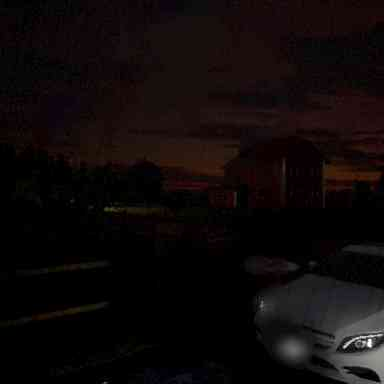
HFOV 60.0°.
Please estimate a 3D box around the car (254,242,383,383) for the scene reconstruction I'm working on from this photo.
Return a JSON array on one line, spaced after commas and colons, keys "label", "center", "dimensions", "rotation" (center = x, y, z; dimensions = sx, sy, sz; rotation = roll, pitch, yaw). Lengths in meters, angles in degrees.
[{"label": "car", "center": [3.048, 1.589, 5.310], "dimensions": [4.674, 1.442, 1.812], "rotation": [1, 0, -37]}]
